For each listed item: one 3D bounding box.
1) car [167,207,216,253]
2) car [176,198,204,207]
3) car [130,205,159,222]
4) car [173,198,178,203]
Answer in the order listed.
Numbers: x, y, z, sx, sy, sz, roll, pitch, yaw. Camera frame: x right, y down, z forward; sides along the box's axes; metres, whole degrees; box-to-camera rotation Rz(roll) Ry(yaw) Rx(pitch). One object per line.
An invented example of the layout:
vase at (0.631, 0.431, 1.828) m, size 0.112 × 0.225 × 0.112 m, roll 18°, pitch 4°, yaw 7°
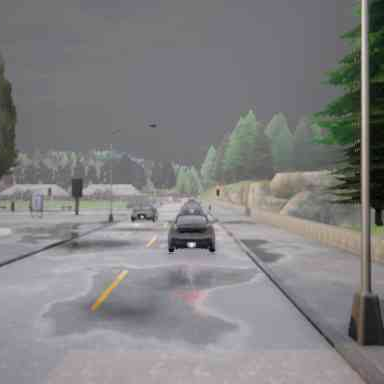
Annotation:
car at (-0.006, 1.642, 14.300) m, size 1.837 × 1.490 × 4.892 m, roll 0°, pitch 0°, yaw 0°
car at (-0.020, 1.621, 29.079) m, size 2.097 × 1.767 × 4.553 m, roll 0°, pitch -1°, yaw 0°
car at (-4.025, 1.833, 28.726) m, size 1.994 × 1.385 × 4.181 m, roll 0°, pitch -1°, yaw 0°
car at (-4.072, 2.308, 90.357) m, size 2.128 × 1.511 × 4.902 m, roll 0°, pitch -1°, yaw 0°
